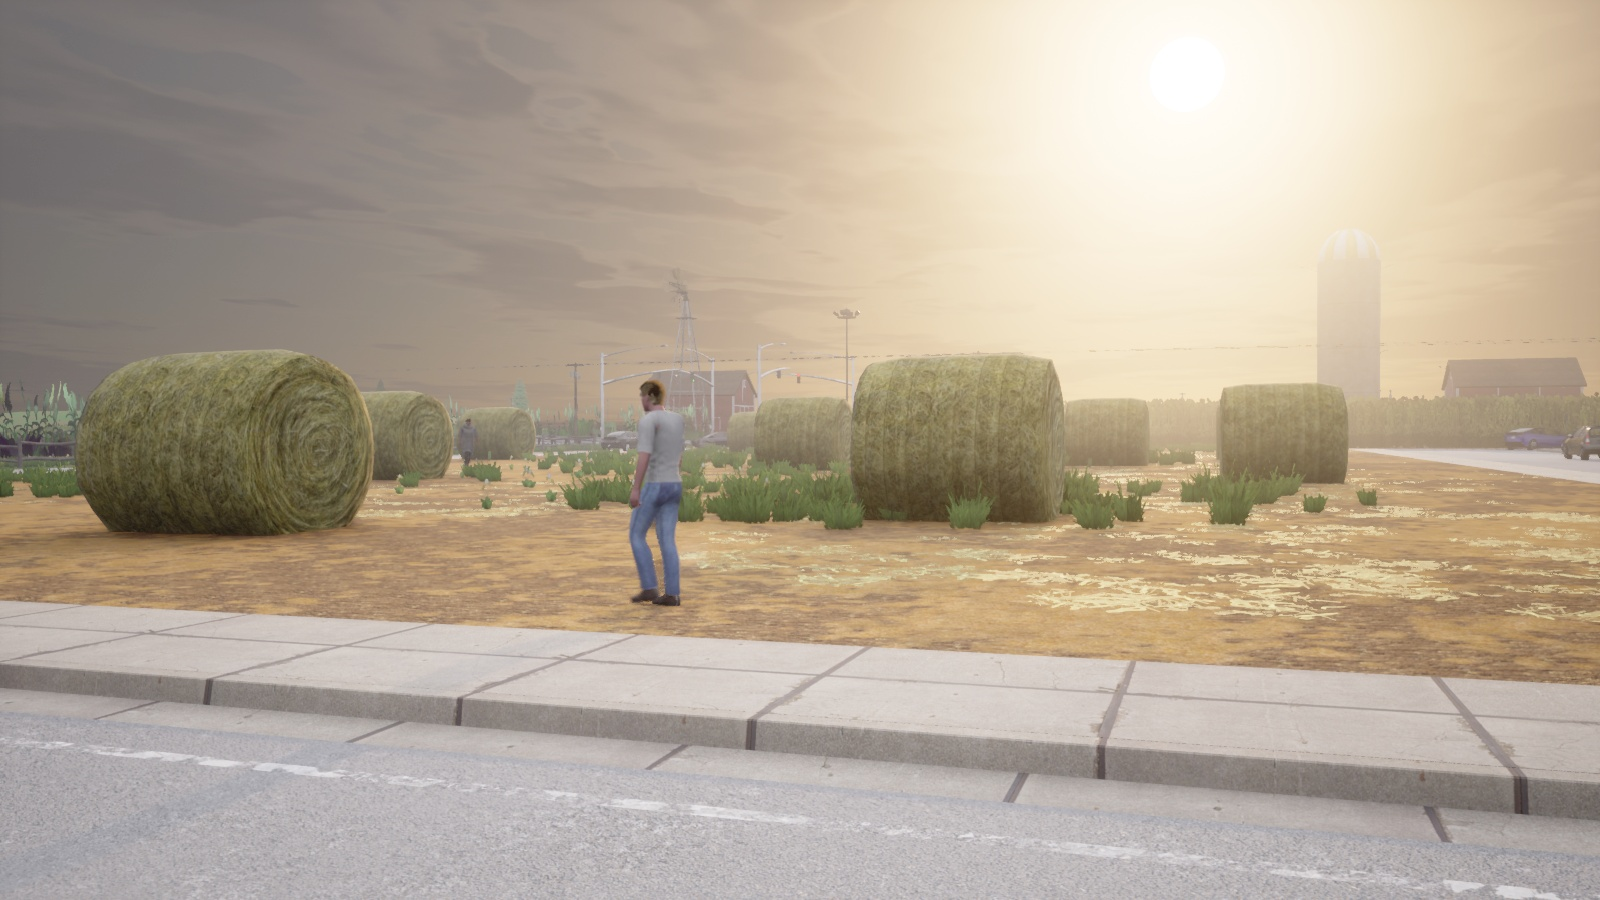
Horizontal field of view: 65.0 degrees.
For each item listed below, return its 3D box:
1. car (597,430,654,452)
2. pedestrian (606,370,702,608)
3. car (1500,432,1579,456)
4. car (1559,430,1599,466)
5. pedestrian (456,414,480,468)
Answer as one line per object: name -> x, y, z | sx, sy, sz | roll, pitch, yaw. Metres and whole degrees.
car -> -12.362, -0.680, 89.347 | 1.837, 1.490, 4.892 | 1, 1, 21
pedestrian -> -1.170, 0.297, 10.037 | 0.706, 1.836, 0.354 | 1, 1, 36
car -> 49.532, -0.397, 84.160 | 4.514, 1.525, 2.007 | 0, 1, -17
car -> 37.306, -0.108, 59.097 | 1.851, 1.617, 3.988 | 1, 1, 18
pedestrian -> -12.106, -0.335, 45.766 | 0.659, 1.952, 0.873 | 0, 1, -28
